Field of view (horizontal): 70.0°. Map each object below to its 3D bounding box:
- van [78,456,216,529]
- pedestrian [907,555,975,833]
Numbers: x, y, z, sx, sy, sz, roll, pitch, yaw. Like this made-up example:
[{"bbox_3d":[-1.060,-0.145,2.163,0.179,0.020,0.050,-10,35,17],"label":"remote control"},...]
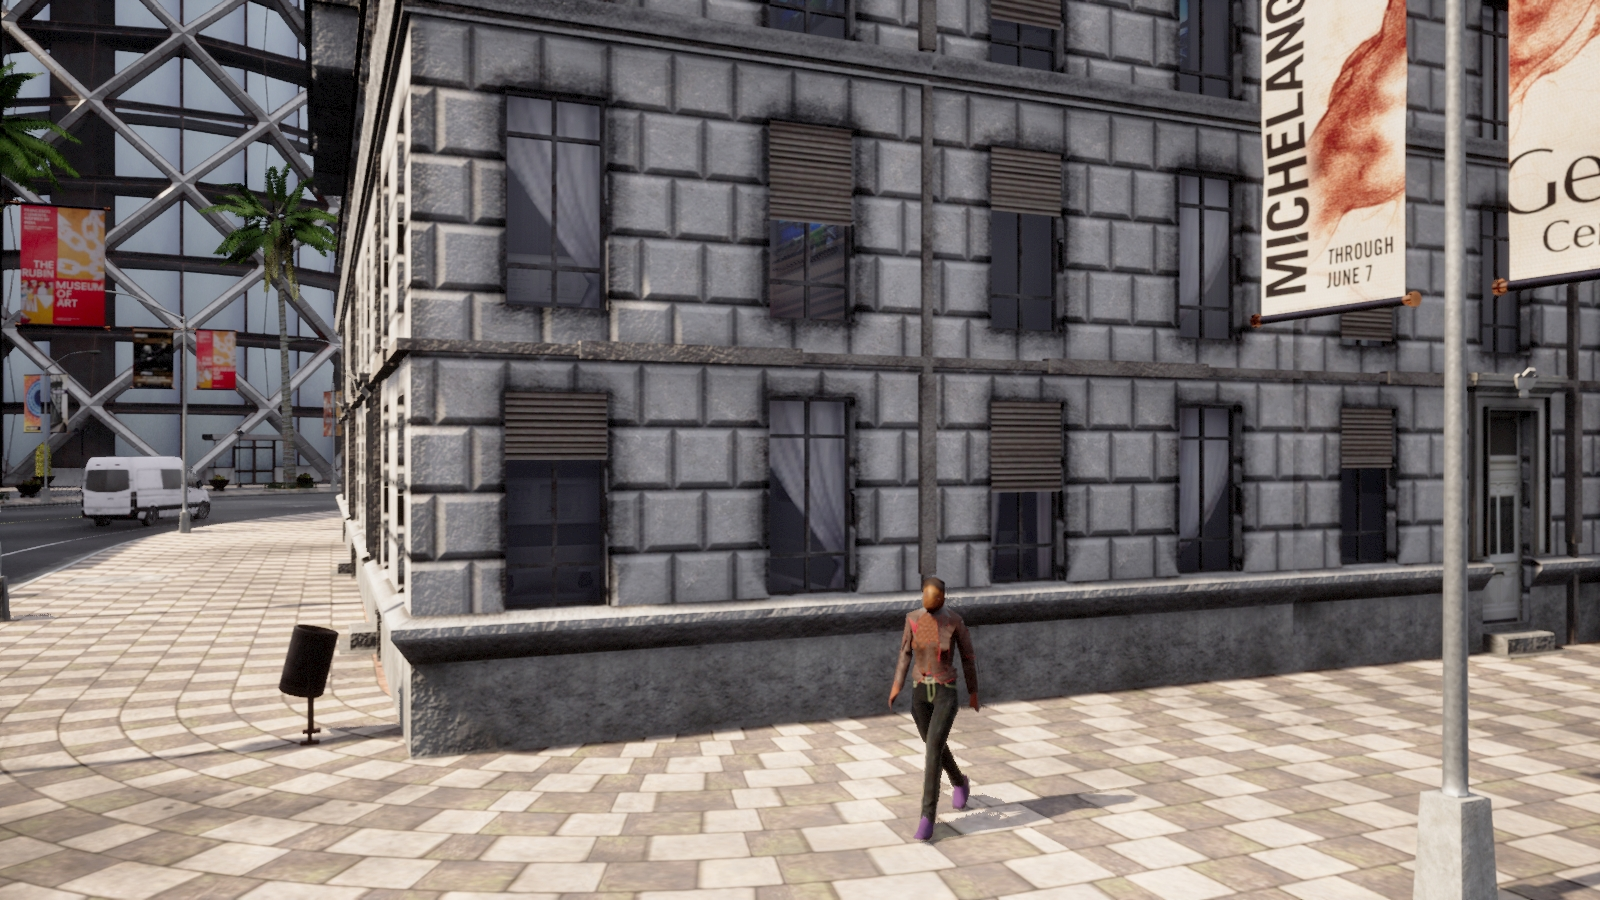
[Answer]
[{"bbox_3d":[-24.884,1.535,43.857,1.988,2.561,5.915,0,0,-1],"label":"van"},{"bbox_3d":[0.998,1.695,8.091,0.375,1.860,0.375,0,0,26],"label":"pedestrian"}]
